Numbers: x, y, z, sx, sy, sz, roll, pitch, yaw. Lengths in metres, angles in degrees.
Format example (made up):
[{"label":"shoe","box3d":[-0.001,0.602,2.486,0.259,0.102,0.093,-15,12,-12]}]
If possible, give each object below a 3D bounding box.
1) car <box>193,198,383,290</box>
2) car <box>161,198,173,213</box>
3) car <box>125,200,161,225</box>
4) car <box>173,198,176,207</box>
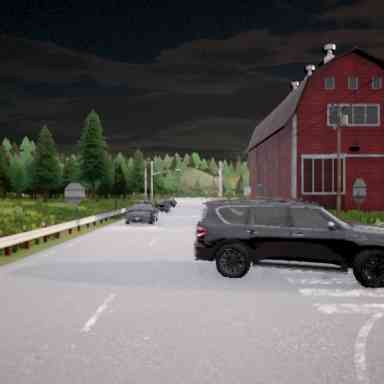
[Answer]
[{"label":"car","box3d":[2.787,1.227,9.111,5.566,2.045,2.150,0,2,16]},{"label":"car","box3d":[-3.543,1.628,37.752,1.895,1.301,4.718,0,0,0]},{"label":"car","box3d":[-3.563,1.522,24.136,1.837,1.490,4.892,0,0,0]},{"label":"car","box3d":[-3.500,1.638,51.442,1.895,1.301,4.718,0,0,0]}]
